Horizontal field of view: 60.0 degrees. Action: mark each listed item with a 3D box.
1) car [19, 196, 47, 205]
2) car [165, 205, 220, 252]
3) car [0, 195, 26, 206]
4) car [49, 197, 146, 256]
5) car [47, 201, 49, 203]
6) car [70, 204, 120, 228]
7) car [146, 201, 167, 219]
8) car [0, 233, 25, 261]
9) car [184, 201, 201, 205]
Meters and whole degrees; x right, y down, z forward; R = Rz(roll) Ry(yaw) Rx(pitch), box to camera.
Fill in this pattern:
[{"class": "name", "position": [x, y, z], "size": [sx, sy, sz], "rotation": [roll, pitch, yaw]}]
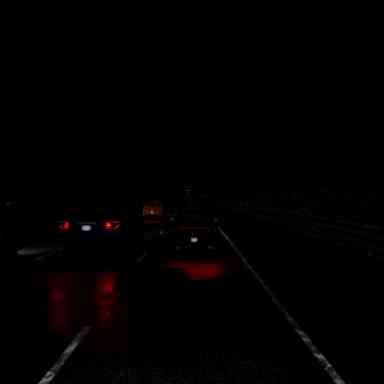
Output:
[{"class": "car", "position": [-21.395, 1.649, 45.994], "size": [1.882, 1.535, 5.008], "rotation": [0, 0, -1]}, {"class": "car", "position": [0.087, 1.522, 14.048], "size": [1.882, 1.535, 5.008], "rotation": [0, 0, 0]}, {"class": "car", "position": [-24.898, 1.396, 46.399], "size": [2.150, 2.045, 5.566], "rotation": [0, -1, -1]}, {"class": "car", "position": [-3.414, 1.263, 13.377], "size": [2.150, 2.045, 5.566], "rotation": [0, 0, 0]}, {"class": "car", "position": [-17.902, 1.526, 46.367], "size": [2.097, 1.767, 4.553], "rotation": [0, 0, -1]}, {"class": "car", "position": [-6.933, 1.635, 24.472], "size": [2.033, 1.411, 5.357], "rotation": [0, 0, 0]}, {"class": "car", "position": [-3.447, 1.595, 31.035], "size": [1.882, 1.535, 5.008], "rotation": [0, 0, 0]}, {"class": "car", "position": [-6.935, 1.576, 9.444], "size": [2.033, 1.411, 5.357], "rotation": [0, 0, 0]}, {"class": "car", "position": [0.053, 1.595, 31.028], "size": [1.882, 1.535, 5.008], "rotation": [0, 0, 0]}]
